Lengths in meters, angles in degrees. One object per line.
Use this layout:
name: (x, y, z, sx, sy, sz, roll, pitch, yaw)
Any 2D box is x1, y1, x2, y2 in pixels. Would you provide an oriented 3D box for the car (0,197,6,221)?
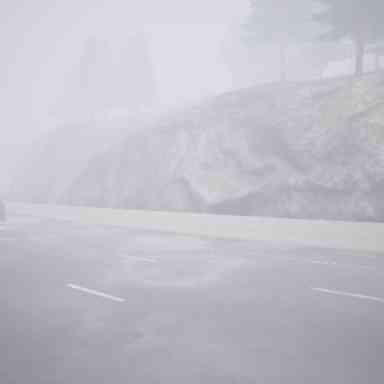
car: (-17.867, 1.399, 28.857, 2.150, 2.045, 5.566, 1, 0, -43)
